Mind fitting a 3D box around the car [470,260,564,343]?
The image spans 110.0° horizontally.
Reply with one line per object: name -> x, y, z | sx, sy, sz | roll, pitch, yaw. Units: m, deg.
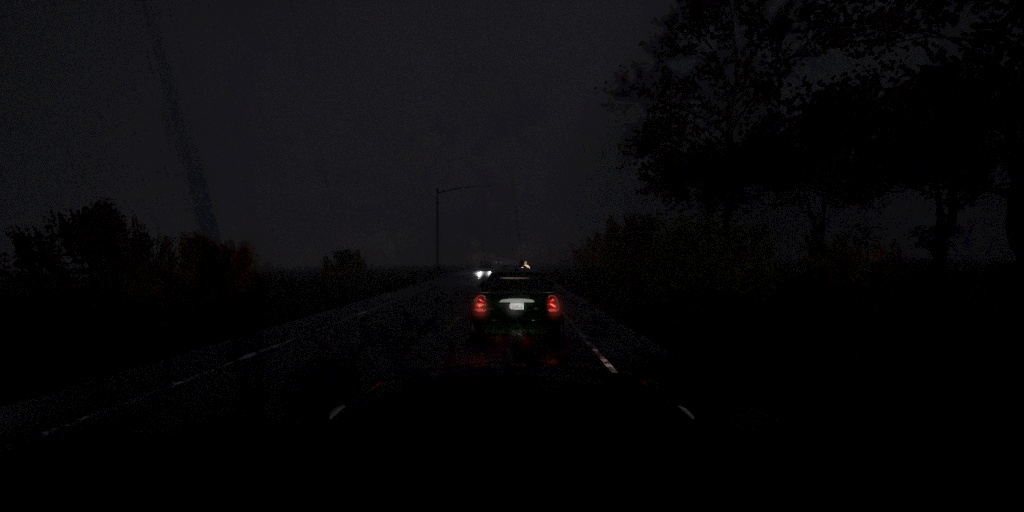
car -> 0.113, 1.099, 9.818 | 2.097, 1.767, 4.553 | 0, 0, 0

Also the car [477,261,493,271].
car -> -3.688, 1.334, 49.597 | 1.895, 1.301, 4.718 | 0, 0, 0

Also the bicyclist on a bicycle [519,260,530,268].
bicyclist on a bicycle -> 0.975, 1.177, 25.641 | 0.866, 1.612, 1.509 | 0, 0, 1
